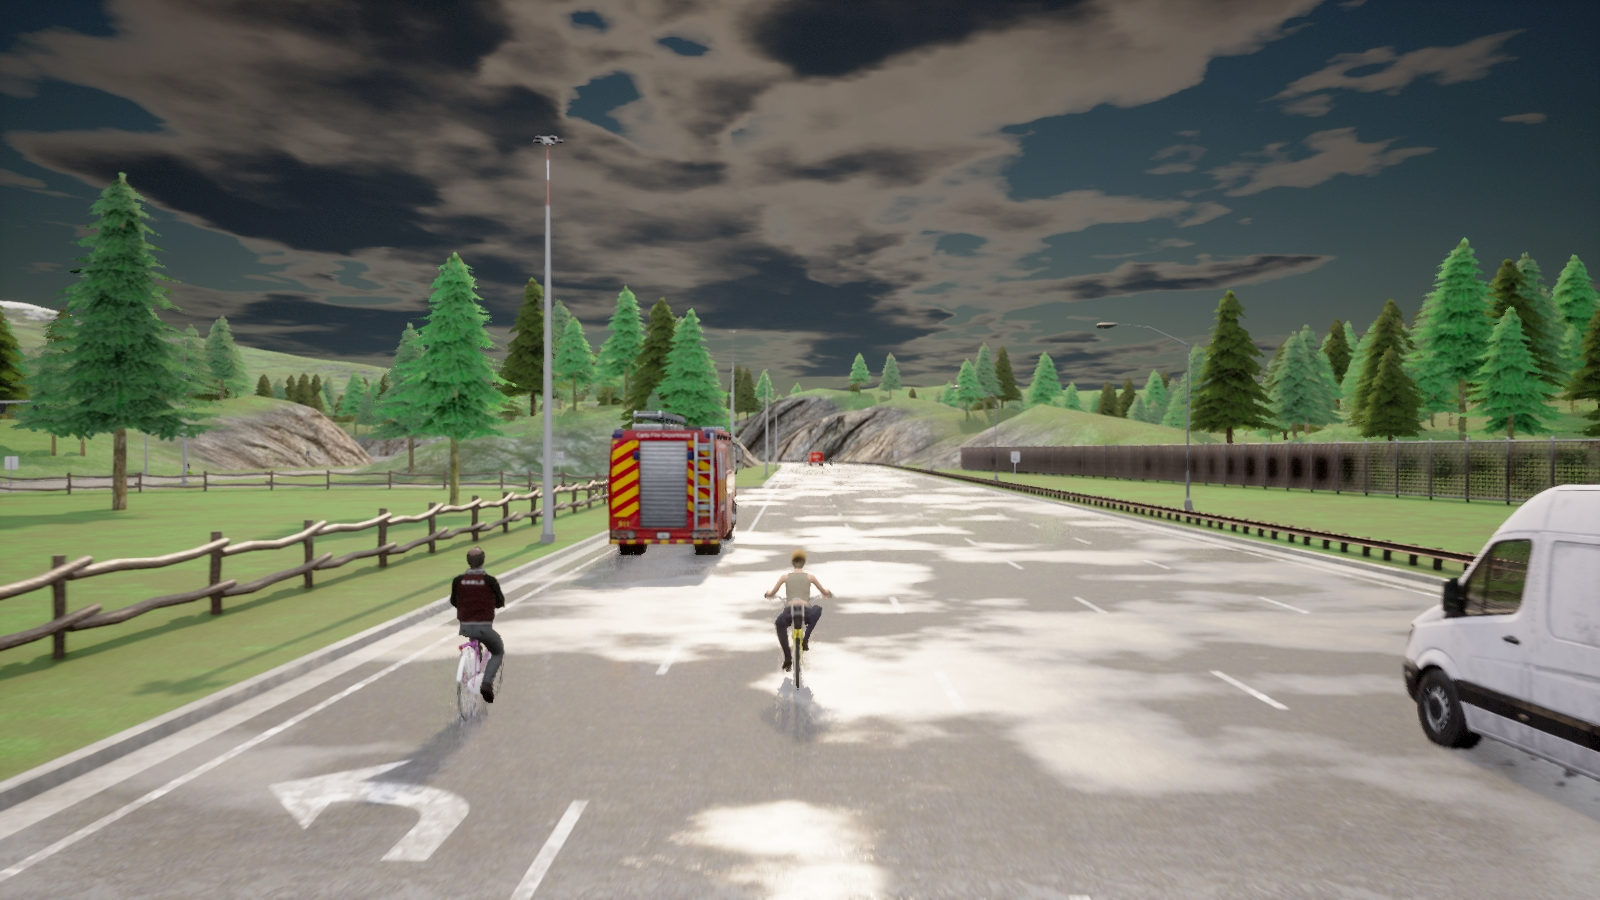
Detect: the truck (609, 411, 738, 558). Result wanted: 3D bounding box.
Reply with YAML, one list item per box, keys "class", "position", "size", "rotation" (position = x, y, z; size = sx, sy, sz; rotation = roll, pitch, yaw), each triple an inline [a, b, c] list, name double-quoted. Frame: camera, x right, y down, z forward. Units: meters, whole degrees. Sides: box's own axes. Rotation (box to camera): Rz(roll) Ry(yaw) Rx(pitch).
- class: "truck"
  position: [-3.508, 0.900, 33.901]
  size: [2.891, 3.827, 8.468]
  rotation: [0, 0, 0]

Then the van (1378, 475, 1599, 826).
- class: "van"
  position: [6.994, 1.537, 8.898]
  size: [1.988, 2.561, 5.915]
  rotation: [0, 0, 0]

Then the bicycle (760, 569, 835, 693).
- class: "bicycle"
  position: [-0.022, 2.162, 13.889]
  size: [0.859, 1.276, 1.487]
  rotation: [0, 0, 0]

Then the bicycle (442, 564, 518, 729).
- class: "bicycle"
  position: [-3.441, 2.064, 12.394]
  size: [0.329, 1.471, 1.835]
  rotation: [0, 0, -1]
